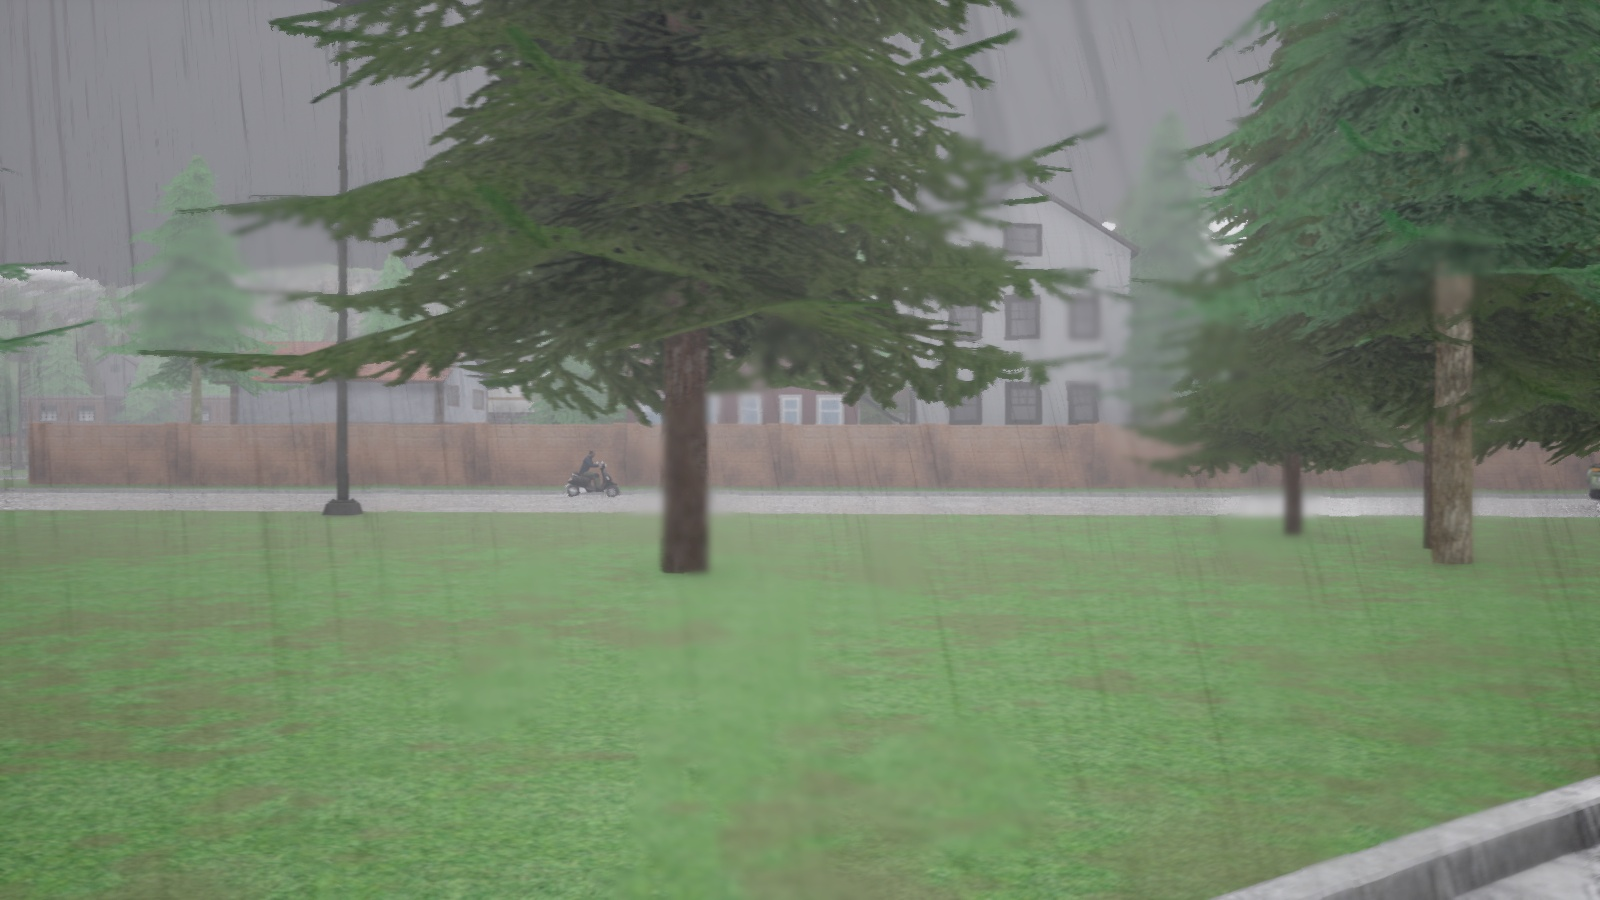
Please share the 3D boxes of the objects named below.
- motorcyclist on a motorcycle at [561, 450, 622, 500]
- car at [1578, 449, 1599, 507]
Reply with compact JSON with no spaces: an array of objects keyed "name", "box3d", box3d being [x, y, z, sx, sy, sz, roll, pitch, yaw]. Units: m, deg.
[{"name":"motorcyclist on a motorcycle","box3d":[-6.878,0.815,41.513,1.817,1.590,0.866,1,0,3]},{"name":"car","box3d":[23.237,0.720,32.814,4.514,1.525,2.007,0,0,4]}]
